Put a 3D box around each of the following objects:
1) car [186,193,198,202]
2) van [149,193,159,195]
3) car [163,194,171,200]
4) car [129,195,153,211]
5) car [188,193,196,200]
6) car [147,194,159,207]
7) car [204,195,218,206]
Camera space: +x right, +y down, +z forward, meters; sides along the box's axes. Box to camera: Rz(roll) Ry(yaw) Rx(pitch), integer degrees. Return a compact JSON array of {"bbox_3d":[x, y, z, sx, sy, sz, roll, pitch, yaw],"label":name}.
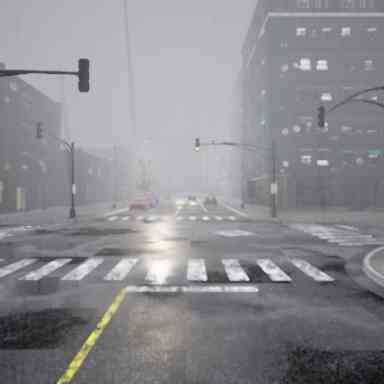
[{"bbox_3d":[-0.030,1.162,64.440,1.837,1.490,4.892,0,0,0],"label":"car"},{"bbox_3d":[-5.695,1.084,48.136,1.690,1.788,3.998,1,0,0],"label":"van"},{"bbox_3d":[-5.714,1.176,76.571,1.802,1.307,4.206,1,0,0],"label":"car"},{"bbox_3d":[-5.770,1.349,36.768,1.887,1.381,4.507,1,0,0],"label":"car"},{"bbox_3d":[-0.036,0.914,74.866,1.882,1.535,5.008,0,0,0],"label":"car"},{"bbox_3d":[-5.697,1.318,42.450,1.887,1.381,4.507,1,0,0],"label":"car"},{"bbox_3d":[2.683,1.184,48.202,1.967,1.590,4.097,1,0,0],"label":"car"}]
